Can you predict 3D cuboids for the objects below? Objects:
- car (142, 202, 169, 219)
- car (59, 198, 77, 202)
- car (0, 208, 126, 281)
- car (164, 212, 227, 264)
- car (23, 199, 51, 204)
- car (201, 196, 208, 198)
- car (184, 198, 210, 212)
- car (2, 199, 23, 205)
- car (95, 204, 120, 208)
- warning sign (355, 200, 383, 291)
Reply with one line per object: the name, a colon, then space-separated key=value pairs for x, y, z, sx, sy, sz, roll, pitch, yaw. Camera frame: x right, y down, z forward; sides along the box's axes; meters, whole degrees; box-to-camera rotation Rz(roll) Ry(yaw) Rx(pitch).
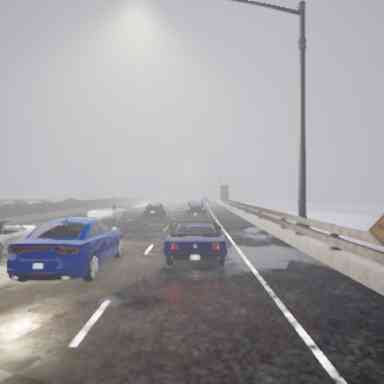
car: x=-3.145 y=1.589 z=29.022 sx=1.994 sy=1.385 sz=4.181 roll=0 pitch=0 yaw=1
car: x=-16.948 y=1.529 z=45.646 sx=1.882 sy=1.535 sz=5.008 roll=0 pitch=0 yaw=2
car: x=-3.390 y=1.483 z=9.866 sx=1.882 sy=1.535 sz=5.008 roll=0 pitch=0 yaw=1
car: x=0.130 y=1.607 z=11.877 sx=1.895 sy=1.301 sz=4.718 roll=0 pitch=0 yaw=1
car: x=-20.462 y=1.616 z=45.120 sx=1.994 sy=1.385 sz=4.181 roll=0 pitch=0 yaw=2
car: x=2.564 y=1.595 z=66.929 sx=1.837 sy=1.490 sz=4.892 roll=0 pitch=0 yaw=2
car: x=0.343 y=1.515 z=28.408 sx=2.128 sy=1.511 sz=4.902 roll=0 pitch=0 yaw=1
car: x=-23.959 y=1.616 z=45.204 sx=1.994 sy=1.385 sz=4.181 roll=0 pitch=0 yaw=2
car: x=-6.691 y=1.623 z=26.709 sx=1.895 sy=1.301 sz=4.718 roll=0 pitch=0 yaw=1
warning sign: x=4.553 y=1.119 z=7.405 sx=1.300 sy=1.860 sz=1.060 roll=-1 pitch=-1 yaw=0
